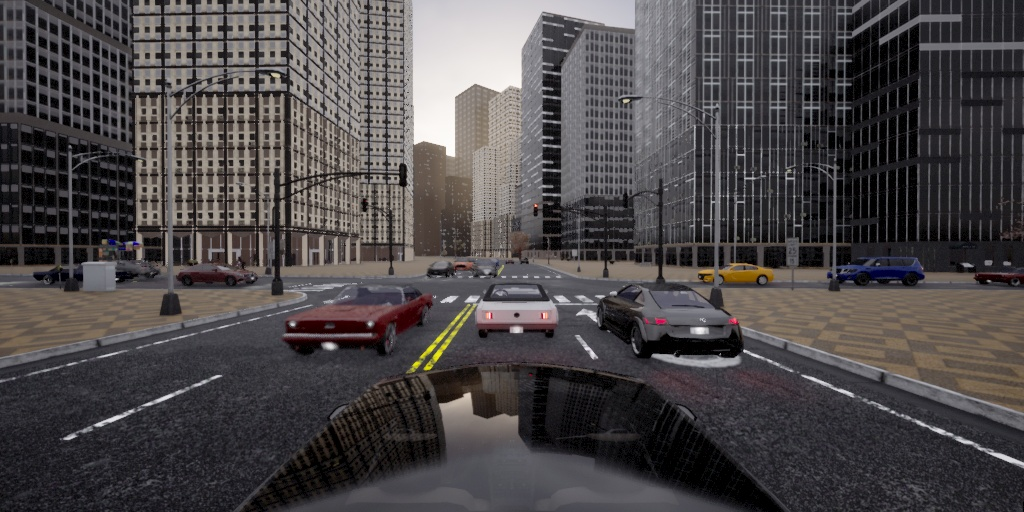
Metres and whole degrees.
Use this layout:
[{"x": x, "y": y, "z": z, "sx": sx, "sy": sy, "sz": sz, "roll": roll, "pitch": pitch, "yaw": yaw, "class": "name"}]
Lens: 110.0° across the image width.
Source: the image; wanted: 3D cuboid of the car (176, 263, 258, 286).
[{"x": -19.474, "y": 1.193, "z": 23.752, "sx": 4.674, "sy": 1.442, "sz": 1.812, "roll": 0, "pitch": 0, "yaw": 1, "class": "car"}]

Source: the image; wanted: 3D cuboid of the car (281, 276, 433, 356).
[{"x": -3.347, "y": 1.348, "z": 8.793, "sx": 1.895, "sy": 1.301, "sz": 4.718, "roll": 0, "pitch": 0, "yaw": 0, "class": "car"}]

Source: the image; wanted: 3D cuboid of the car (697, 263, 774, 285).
[{"x": 16.323, "y": 1.283, "z": 26.321, "sx": 5.008, "sy": 1.535, "sz": 1.882, "roll": 0, "pitch": 0, "yaw": 1, "class": "car"}]

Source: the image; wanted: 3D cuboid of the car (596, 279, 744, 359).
[{"x": 3.358, "y": 1.311, "z": 8.449, "sx": 1.994, "sy": 1.385, "sz": 4.181, "roll": 0, "pitch": 0, "yaw": 0, "class": "car"}]

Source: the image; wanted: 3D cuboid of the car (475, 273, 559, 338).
[{"x": 0.103, "y": 1.348, "z": 10.163, "sx": 1.895, "sy": 1.301, "sz": 4.718, "roll": 0, "pitch": 0, "yaw": 0, "class": "car"}]

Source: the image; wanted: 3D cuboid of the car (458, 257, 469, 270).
[{"x": -6.575, "y": 1.055, "z": 48.169, "sx": 2.097, "sy": 1.767, "sz": 4.553, "roll": 0, "pitch": 0, "yaw": 0, "class": "car"}]

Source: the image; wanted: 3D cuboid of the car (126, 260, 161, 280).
[{"x": -29.635, "y": 1.083, "z": 27.194, "sx": 4.902, "sy": 1.511, "sz": 2.128, "roll": 0, "pitch": 0, "yaw": 2, "class": "car"}]

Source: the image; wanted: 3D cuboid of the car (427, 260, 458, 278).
[{"x": -6.584, "y": 1.197, "z": 33.558, "sx": 1.882, "sy": 1.535, "sz": 5.008, "roll": 0, "pitch": 0, "yaw": 0, "class": "car"}]

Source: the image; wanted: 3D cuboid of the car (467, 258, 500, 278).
[{"x": -2.615, "y": 1.214, "z": 33.054, "sx": 2.128, "sy": 1.511, "sz": 4.902, "roll": 0, "pitch": 0, "yaw": -11, "class": "car"}]

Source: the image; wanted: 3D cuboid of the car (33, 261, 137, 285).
[{"x": -28.584, "y": 1.225, "z": 23.986, "sx": 4.718, "sy": 1.301, "sz": 1.895, "roll": 0, "pitch": 0, "yaw": 1, "class": "car"}]

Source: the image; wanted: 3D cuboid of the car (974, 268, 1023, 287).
[{"x": 36.705, "y": 1.499, "z": 25.872, "sx": 4.718, "sy": 1.301, "sz": 1.895, "roll": 0, "pitch": 0, "yaw": 1, "class": "car"}]

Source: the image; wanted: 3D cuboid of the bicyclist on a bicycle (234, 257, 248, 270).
[{"x": -24.691, "y": 0.869, "z": 32.619, "sx": 0.582, "sy": 1.620, "sz": 1.656, "roll": 0, "pitch": 1, "yaw": 1, "class": "bicyclist on a bicycle"}]

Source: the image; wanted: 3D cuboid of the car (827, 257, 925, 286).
[{"x": 26.386, "y": 1.073, "z": 26.100, "sx": 5.566, "sy": 2.045, "sz": 2.150, "roll": 0, "pitch": 0, "yaw": 2, "class": "car"}]
